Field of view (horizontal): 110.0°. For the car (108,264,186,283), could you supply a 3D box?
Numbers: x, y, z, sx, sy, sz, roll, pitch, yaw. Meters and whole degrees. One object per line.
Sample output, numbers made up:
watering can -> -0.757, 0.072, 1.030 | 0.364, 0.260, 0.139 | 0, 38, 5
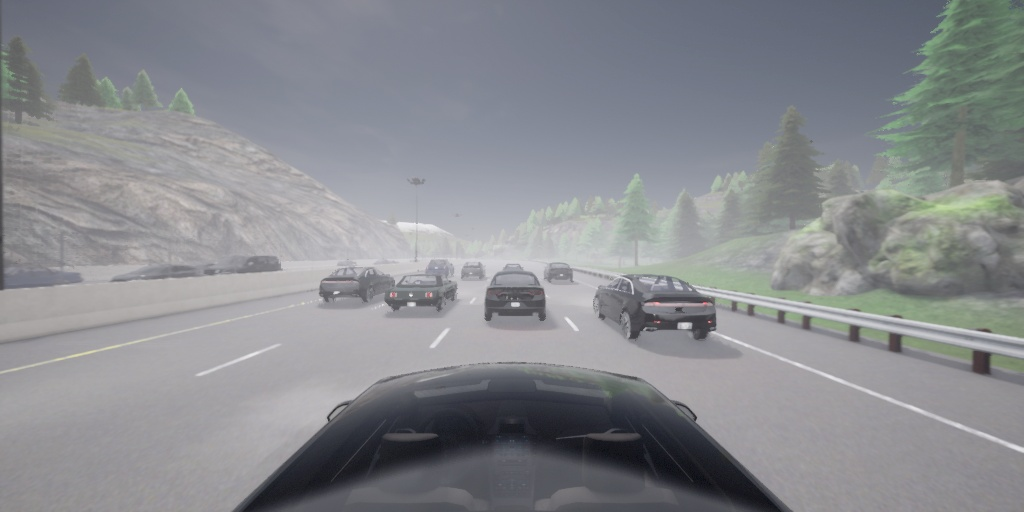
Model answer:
car -> -21.099, 1.259, 21.586 | 1.837, 1.490, 4.892 | 0, 0, 0

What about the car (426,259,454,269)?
car -> -6.899, 1.107, 34.769 | 2.097, 1.767, 4.553 | 0, 0, 0

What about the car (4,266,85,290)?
car -> -28.101, 1.302, 20.332 | 2.033, 1.411, 5.357 | 0, 0, 0

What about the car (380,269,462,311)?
car -> -3.400, 1.353, 14.390 | 1.895, 1.301, 4.718 | 0, 0, 0

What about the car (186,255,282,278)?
car -> -17.601, 0.978, 23.485 | 2.150, 2.045, 5.566 | 0, 0, 0

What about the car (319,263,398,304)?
car -> -6.900, 1.244, 16.516 | 2.128, 1.511, 4.902 | 0, 0, 0

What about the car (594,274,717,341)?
car -> 3.599, 1.242, 9.883 | 2.128, 1.511, 4.902 | 0, 0, 0

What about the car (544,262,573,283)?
car -> 3.598, 1.231, 28.424 | 1.882, 1.535, 5.008 | 0, 0, 0

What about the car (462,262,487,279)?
car -> -3.403, 1.246, 32.180 | 2.128, 1.511, 4.902 | 0, 0, 0

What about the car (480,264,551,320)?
car -> 0.099, 1.228, 12.677 | 1.882, 1.535, 5.008 | 0, 0, 0

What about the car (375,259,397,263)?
car -> -21.024, 1.360, 61.057 | 1.895, 1.301, 4.718 | 0, 0, 1
